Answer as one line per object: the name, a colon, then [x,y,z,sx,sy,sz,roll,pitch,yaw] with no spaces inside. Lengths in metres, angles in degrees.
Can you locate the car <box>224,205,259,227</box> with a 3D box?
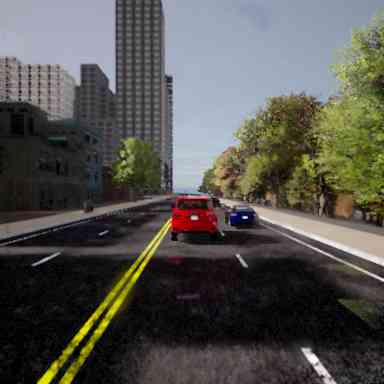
car: [3.357,1.567,23.002,1.994,1.385,4.181,0,0,0]

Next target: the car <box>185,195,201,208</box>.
car: [0.113,1.352,47.566,2.097,1.767,4.553,0,0,0]

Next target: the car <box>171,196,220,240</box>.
car: [0.105,1.224,17.185,2.150,2.045,5.566,0,0,0]

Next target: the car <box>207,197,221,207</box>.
car: [3.363,1.505,51.741,1.837,1.490,4.892,0,0,0]
